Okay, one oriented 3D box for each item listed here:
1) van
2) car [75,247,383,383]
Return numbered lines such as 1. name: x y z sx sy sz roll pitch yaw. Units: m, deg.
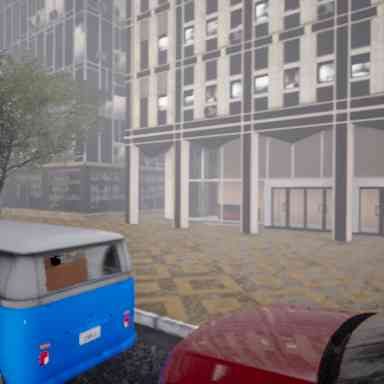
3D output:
1. van: -2.631 1.342 4.741 3.998 1.788 1.690 0 1 36
2. car: 1.994 1.315 1.438 5.009 1.841 2.192 0 1 36
